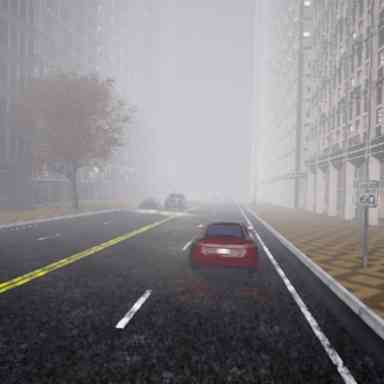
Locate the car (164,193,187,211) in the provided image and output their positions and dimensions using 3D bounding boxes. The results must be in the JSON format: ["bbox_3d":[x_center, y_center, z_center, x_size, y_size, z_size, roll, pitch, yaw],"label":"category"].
[{"bbox_3d":[-1.953,1.181,41.427,2.150,2.045,5.566,1,0,7],"label":"car"}]

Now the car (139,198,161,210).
[{"bbox_3d":[-5.186,1.441,41.827,1.994,1.385,4.181,1,0,7],"label":"car"}]

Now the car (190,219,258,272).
[{"bbox_3d":[1.095,1.599,11.069,1.994,1.385,4.181,1,0,7],"label":"car"}]

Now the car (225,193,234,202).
[{"bbox_3d":[9.323,1.701,82.854,1.882,1.535,5.008,1,0,7],"label":"car"}]

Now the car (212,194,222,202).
[{"bbox_3d":[6.094,1.681,83.225,2.033,1.411,5.357,1,0,7],"label":"car"}]

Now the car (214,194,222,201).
[{"bbox_3d":[7.282,1.439,93.548,2.097,1.767,4.553,1,0,7],"label":"car"}]

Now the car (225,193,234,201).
[{"bbox_3d":[10.520,1.392,93.237,2.150,2.045,5.566,1,0,7],"label":"car"}]
